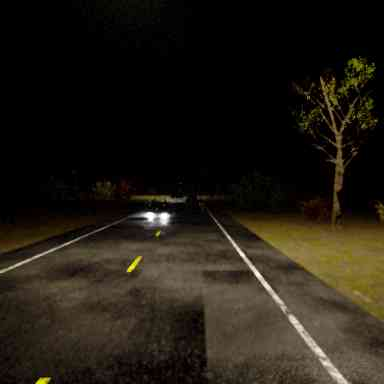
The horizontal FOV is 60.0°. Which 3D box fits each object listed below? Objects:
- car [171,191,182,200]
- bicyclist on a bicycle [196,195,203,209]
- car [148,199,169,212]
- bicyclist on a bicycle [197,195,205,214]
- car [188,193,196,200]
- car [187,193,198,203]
[{"bbox_3d":[-3.479,0.729,76.690,2.150,2.045,5.566,0,0,0],"label":"car"},{"bbox_3d":[0.959,1.217,41.039,0.866,1.612,1.509,0,0,0],"label":"bicyclist on a bicycle"},{"bbox_3d":[-3.586,1.408,36.080,1.895,1.301,4.718,0,0,0],"label":"car"},{"bbox_3d":[0.972,1.202,31.528,0.659,1.776,1.843,0,1,0],"label":"bicyclist on a bicycle"},{"bbox_3d":[0.020,1.097,75.196,1.837,1.490,4.892,0,0,0],"label":"car"},{"bbox_3d":[0.049,1.250,58.653,1.994,1.385,4.181,0,0,0],"label":"car"}]
